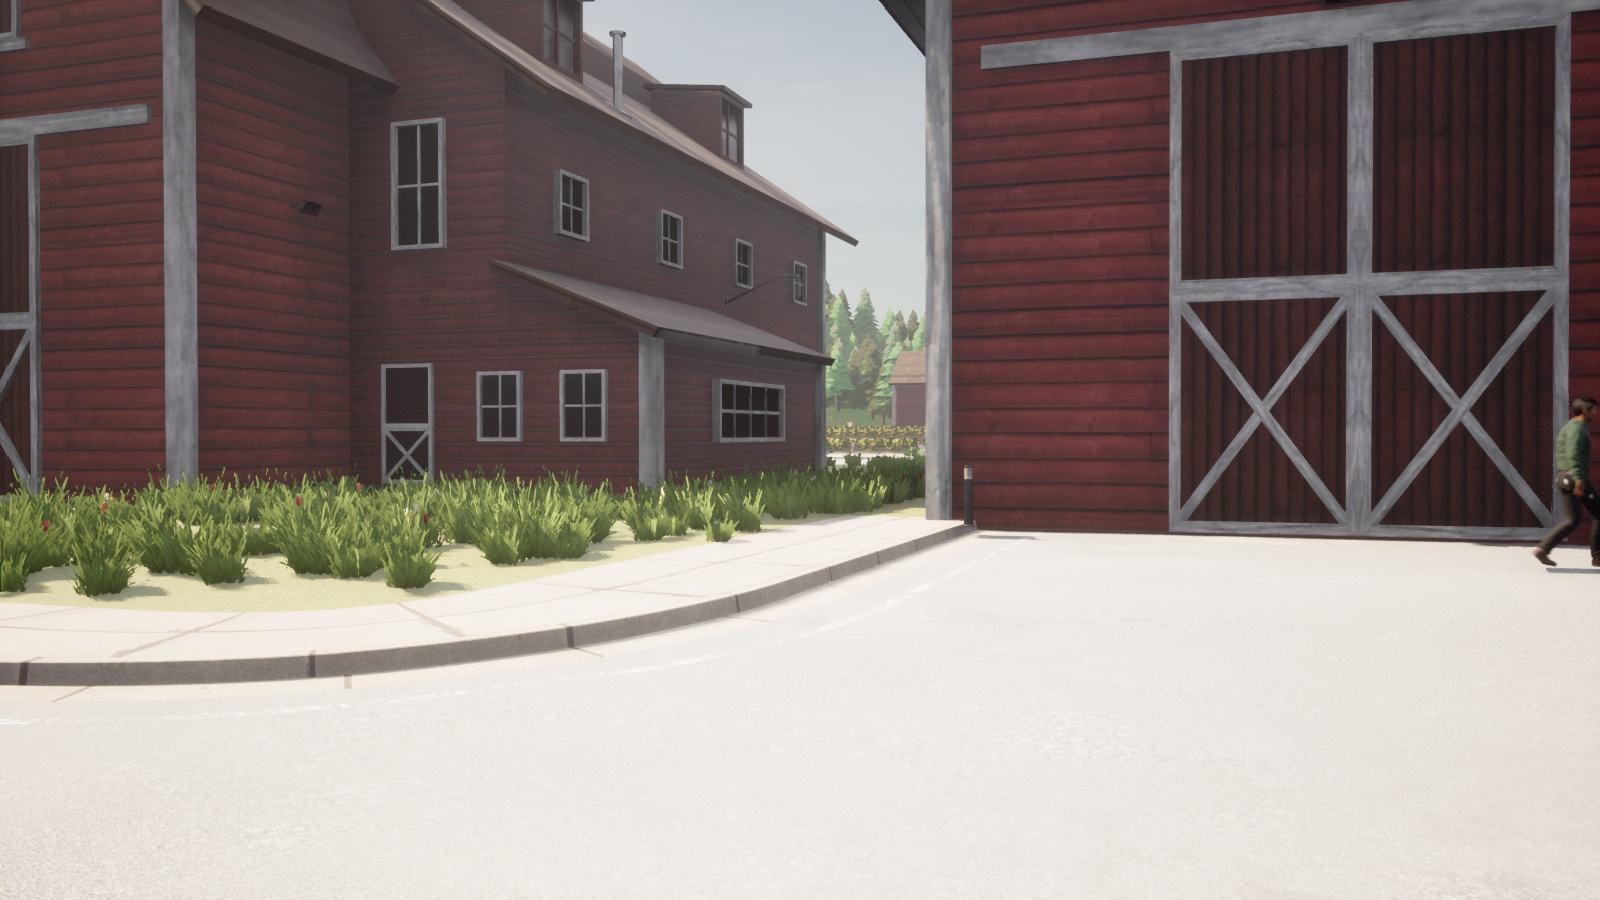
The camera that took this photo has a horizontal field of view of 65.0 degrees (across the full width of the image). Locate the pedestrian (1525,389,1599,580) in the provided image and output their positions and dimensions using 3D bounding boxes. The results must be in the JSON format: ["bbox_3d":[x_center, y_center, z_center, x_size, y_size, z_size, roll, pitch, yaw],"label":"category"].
[{"bbox_3d":[8.050,0.351,13.045,0.788,1.949,0.423,1,1,14],"label":"pedestrian"}]
